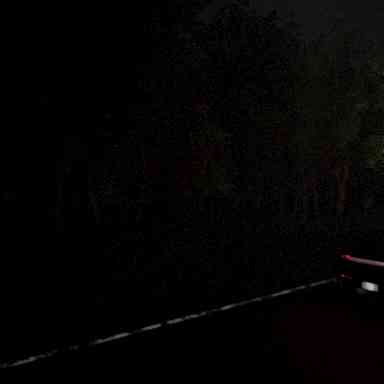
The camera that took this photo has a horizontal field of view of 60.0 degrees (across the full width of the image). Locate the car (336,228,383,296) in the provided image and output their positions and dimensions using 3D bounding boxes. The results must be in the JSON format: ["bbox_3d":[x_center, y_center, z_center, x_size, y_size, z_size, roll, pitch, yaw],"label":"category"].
[{"bbox_3d":[5.216,1.512,7.465,4.902,1.511,2.128,0,0,-36],"label":"car"}]
